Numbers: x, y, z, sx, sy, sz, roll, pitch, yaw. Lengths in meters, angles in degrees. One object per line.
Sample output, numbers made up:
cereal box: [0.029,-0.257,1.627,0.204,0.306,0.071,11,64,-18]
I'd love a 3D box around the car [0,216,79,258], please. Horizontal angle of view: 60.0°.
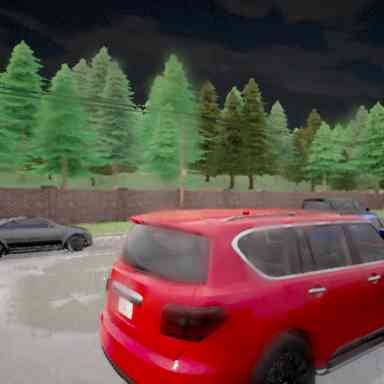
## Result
car: [-5.906,1.583,12.430,4.181,1.385,1.994,1,0,-35]

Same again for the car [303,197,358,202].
car: [8.054,1.364,18.087,5.566,2.045,2.150,1,0,-35]

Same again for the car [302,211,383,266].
car: [6.575,1.584,12.733,5.008,1.535,1.882,1,0,-35]

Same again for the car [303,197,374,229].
car: [10.806,1.413,24.347,5.566,2.045,2.150,1,0,-36]

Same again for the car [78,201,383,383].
car: [1.525,1.255,4.833,5.566,2.045,2.150,1,0,-35]
